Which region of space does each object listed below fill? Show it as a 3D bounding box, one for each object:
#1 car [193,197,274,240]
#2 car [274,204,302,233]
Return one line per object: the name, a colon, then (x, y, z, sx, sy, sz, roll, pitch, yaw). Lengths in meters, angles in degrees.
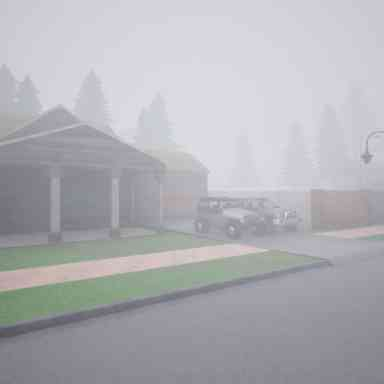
car: (1.715, 1.176, 16.118, 1.905, 1.878, 3.866, 0, 0, -36)
car: (3.525, 1.174, 17.906, 1.932, 1.855, 4.605, 0, 0, -36)
